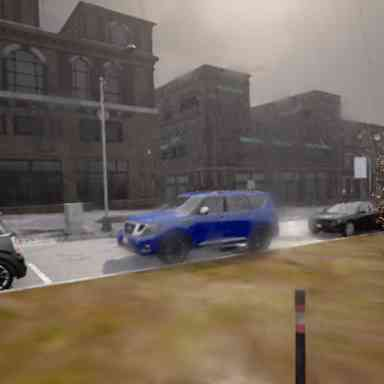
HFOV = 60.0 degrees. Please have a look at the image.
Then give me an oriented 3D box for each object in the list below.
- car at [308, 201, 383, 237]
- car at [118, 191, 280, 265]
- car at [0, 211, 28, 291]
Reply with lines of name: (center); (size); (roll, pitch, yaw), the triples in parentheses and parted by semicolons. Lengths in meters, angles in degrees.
car: (7.727, 1.208, 16.127); (5.008, 1.535, 2.097); (0, 0, -33)
car: (0.442, 0.995, 10.919); (5.566, 2.045, 2.435); (-1, 0, -33)
car: (-5.781, 1.171, 6.466); (4.553, 1.767, 2.185); (0, 0, -33)
